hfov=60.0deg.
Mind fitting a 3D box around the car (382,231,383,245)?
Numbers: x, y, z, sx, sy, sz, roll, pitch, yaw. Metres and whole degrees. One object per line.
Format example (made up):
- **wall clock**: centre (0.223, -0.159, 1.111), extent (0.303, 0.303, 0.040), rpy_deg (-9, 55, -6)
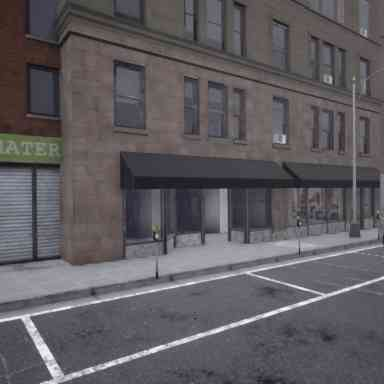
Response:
- **car**: centre (9.271, 1.539, 13.189), extent (4.507, 1.381, 1.887), rpy_deg (0, -1, -36)
